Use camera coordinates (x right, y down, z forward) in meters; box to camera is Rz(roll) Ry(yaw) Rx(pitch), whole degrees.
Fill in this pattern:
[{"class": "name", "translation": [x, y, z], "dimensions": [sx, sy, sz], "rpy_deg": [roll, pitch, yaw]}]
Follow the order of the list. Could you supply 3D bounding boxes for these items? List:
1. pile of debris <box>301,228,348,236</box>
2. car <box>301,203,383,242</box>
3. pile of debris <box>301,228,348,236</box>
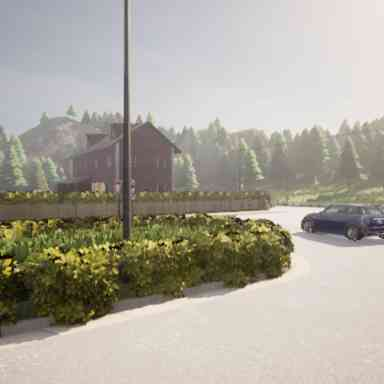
[{"class": "pile of debris", "translation": [7.165, 2.165, 18.072], "dimensions": [1.500, 0.140, 1.860], "rpy_deg": [0, 0, -35]}, {"class": "car", "translation": [7.619, 1.341, 16.762], "dimensions": [2.097, 1.767, 4.553], "rpy_deg": [0, 0, -20]}, {"class": "pile of debris", "translation": [7.165, 2.165, 18.072], "dimensions": [1.500, 0.140, 1.860], "rpy_deg": [0, 0, -35]}]
